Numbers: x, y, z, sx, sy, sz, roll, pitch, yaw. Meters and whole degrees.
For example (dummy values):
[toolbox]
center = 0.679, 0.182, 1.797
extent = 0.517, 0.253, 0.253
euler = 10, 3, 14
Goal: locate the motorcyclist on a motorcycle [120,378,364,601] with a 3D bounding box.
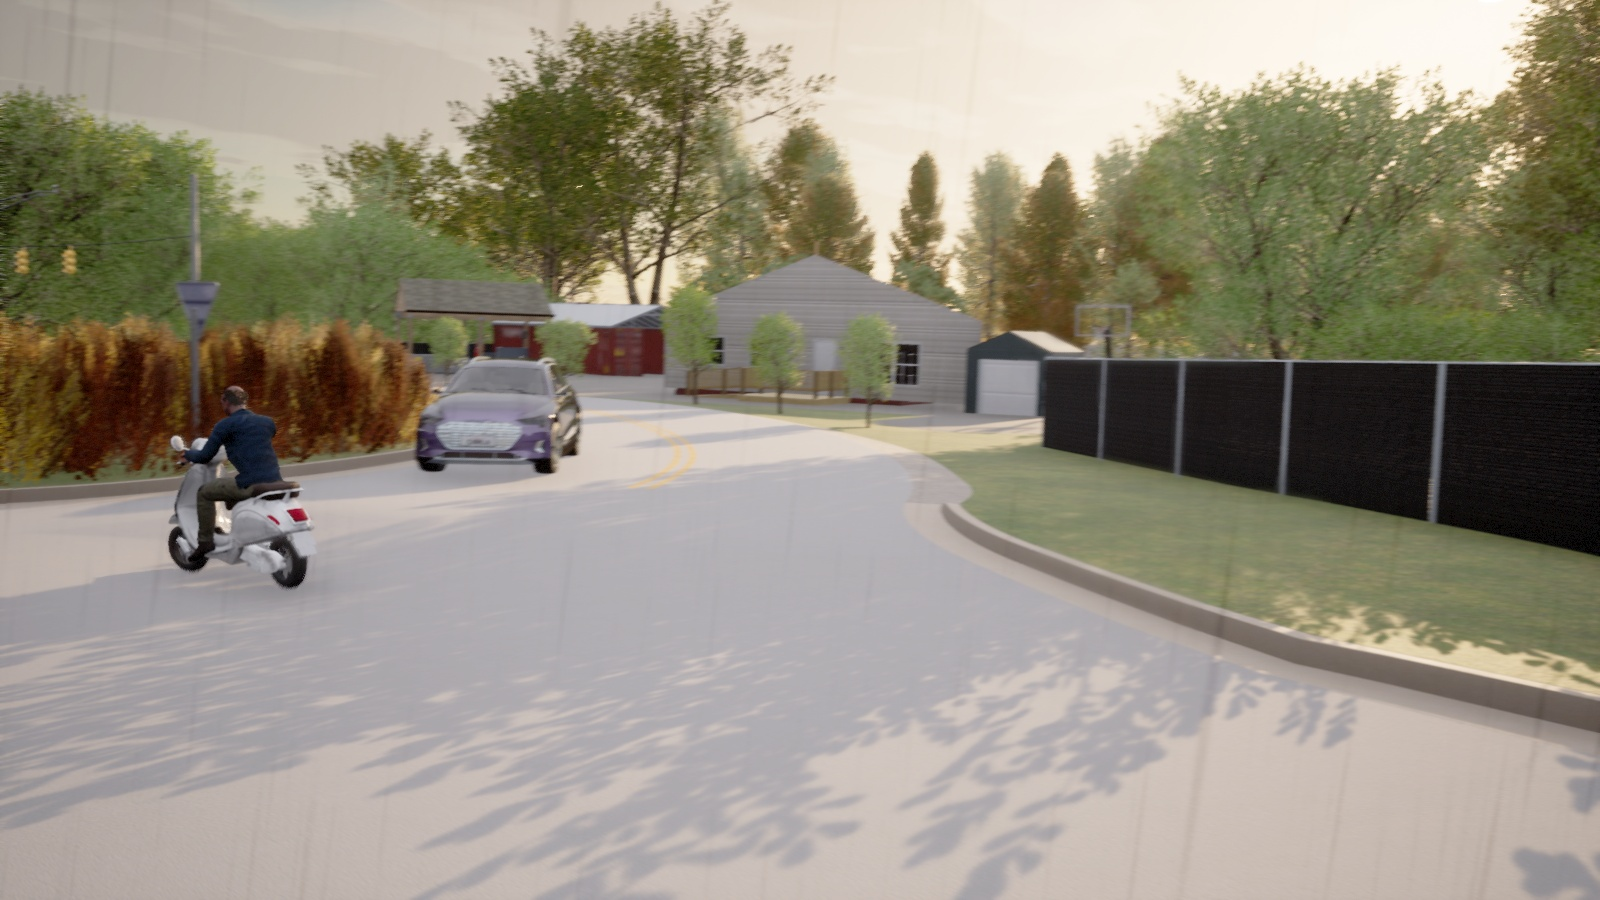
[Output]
[motorcyclist on a motorcycle]
center = -4.493, 0.251, 10.103
extent = 1.817, 1.590, 0.866
euler = 3, 7, 32

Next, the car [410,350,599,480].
[car]
center = -4.357, -0.654, 19.301
extent = 2.033, 1.649, 4.856
euler = 1, 5, -4
